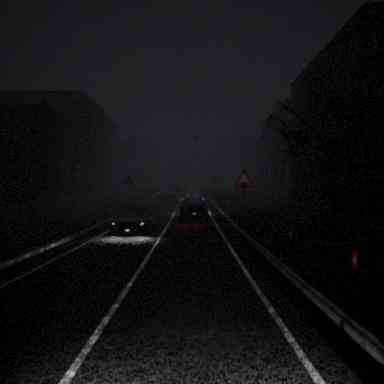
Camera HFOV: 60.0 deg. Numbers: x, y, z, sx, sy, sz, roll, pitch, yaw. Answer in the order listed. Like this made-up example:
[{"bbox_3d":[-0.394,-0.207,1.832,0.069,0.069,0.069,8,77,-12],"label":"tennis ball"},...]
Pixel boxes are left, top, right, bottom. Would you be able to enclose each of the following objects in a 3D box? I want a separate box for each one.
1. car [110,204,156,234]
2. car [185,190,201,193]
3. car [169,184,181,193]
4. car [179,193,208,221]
[{"bbox_3d":[-3.092,1.386,18.556,2.033,1.411,5.357,0,1,0],"label":"car"},{"bbox_3d":[0.109,0.443,41.288,1.812,1.442,4.674,0,4,0],"label":"car"},{"bbox_3d":[-2.915,-0.703,60.083,1.812,1.442,4.674,0,3,2],"label":"car"},{"bbox_3d":[0.098,1.160,23.974,1.882,1.535,5.008,0,2,-1],"label":"car"}]
